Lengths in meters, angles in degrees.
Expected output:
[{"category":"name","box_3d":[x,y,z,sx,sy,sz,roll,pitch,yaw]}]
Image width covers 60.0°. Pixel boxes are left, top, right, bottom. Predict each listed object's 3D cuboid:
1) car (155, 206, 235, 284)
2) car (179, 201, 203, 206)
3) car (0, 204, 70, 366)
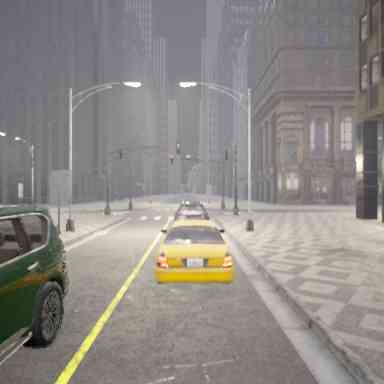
[{"category":"car","box_3d":[0.036,1.411,9.376,1.801,1.575,5.366,0,0,-1]},{"category":"car","box_3d":[-0.036,1.346,19.518,2.033,1.649,4.856,0,0,-1]},{"category":"car","box_3d":[-3.091,1.205,3.299,2.150,2.045,5.566,0,0,0]}]
